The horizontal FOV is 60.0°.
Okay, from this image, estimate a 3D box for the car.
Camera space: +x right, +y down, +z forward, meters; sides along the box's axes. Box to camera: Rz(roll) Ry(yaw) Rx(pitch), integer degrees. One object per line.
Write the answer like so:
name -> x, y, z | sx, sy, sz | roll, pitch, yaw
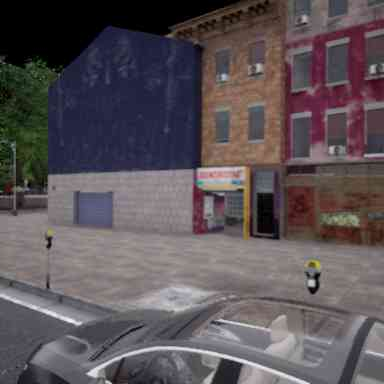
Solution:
car -> 0.373, 1.554, 2.533 | 4.403, 1.369, 2.008 | 0, 1, 35
